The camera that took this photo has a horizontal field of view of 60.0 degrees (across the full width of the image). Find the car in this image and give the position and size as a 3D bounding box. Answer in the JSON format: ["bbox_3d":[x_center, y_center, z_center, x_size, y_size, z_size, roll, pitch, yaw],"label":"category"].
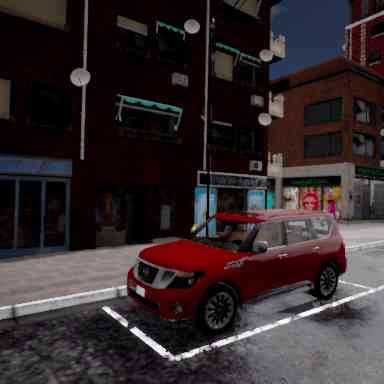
[{"bbox_3d":[1.210,1.318,6.927,5.009,1.841,2.192,0,2,-35],"label":"car"}]
